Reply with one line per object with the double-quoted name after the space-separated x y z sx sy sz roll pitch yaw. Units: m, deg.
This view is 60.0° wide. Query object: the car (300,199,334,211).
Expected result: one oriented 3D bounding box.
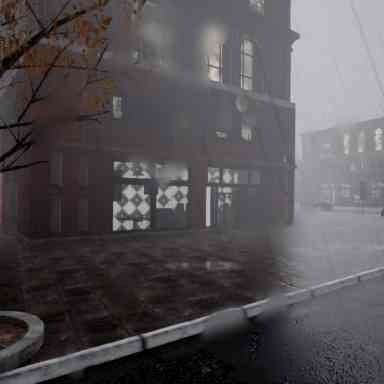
15.561 1.618 41.686 2.008 1.369 4.403 1 -1 -28 "car"
